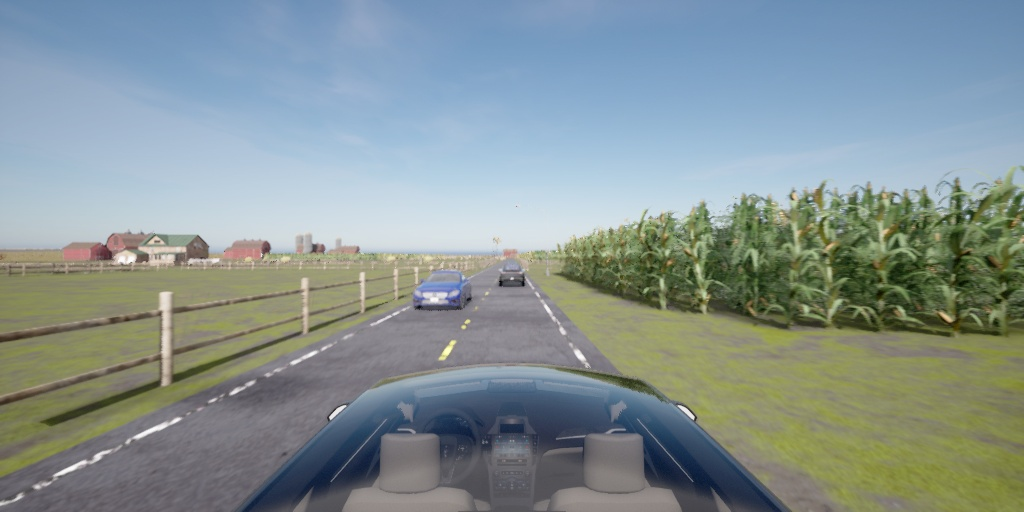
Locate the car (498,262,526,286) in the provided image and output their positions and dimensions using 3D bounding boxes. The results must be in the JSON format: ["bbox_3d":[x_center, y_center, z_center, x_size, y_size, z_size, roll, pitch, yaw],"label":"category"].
[{"bbox_3d":[0.017,1.339,26.414,2.128,1.511,4.902,0,0,0],"label":"car"}]

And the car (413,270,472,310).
[{"bbox_3d":[-2.760,1.332,15.141,1.812,1.442,4.674,0,0,0],"label":"car"}]
